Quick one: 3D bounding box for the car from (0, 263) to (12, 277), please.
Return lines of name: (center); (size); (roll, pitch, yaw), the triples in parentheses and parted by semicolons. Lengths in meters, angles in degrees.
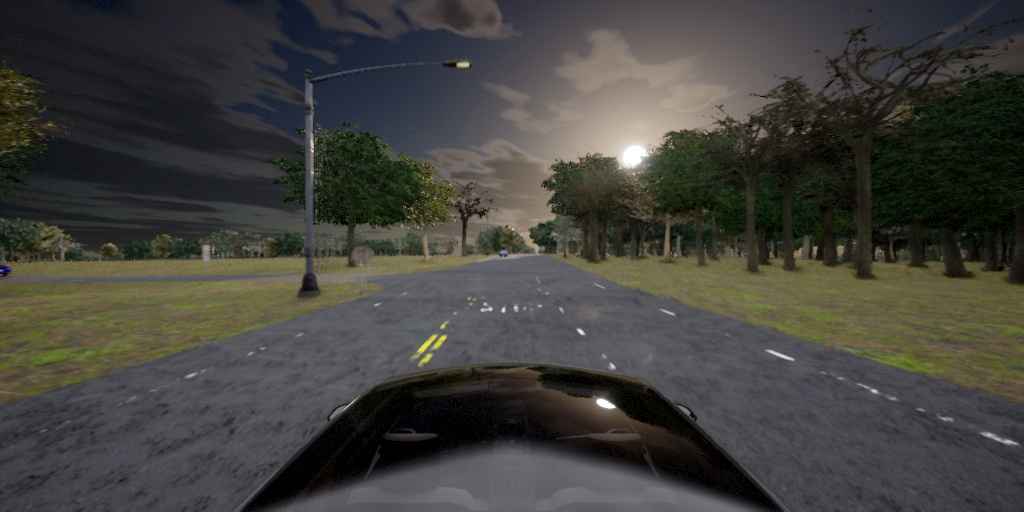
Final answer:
car: (-49.417, 1.209, 33.044); (5.008, 1.535, 1.882); (0, 0, 2)
